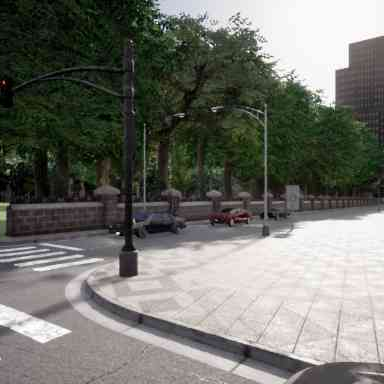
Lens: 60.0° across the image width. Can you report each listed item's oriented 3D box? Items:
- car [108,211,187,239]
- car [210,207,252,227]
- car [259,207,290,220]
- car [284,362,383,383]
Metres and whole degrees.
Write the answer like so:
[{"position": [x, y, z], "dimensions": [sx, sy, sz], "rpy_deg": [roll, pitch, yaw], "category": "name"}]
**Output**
[{"position": [-2.451, 1.883, 20.030], "dimensions": [2.033, 1.411, 5.357], "rpy_deg": [0, -1, 35], "category": "car"}, {"position": [3.370, 2.021, 28.264], "dimensions": [1.882, 1.535, 5.008], "rpy_deg": [0, -1, 35], "category": "car"}, {"position": [9.077, 2.352, 36.330], "dimensions": [1.895, 1.301, 4.718], "rpy_deg": [0, -1, 35], "category": "car"}, {"position": [2.351, 1.551, 1.286], "dimensions": [4.403, 1.369, 2.008], "rpy_deg": [0, 0, 36], "category": "car"}]
